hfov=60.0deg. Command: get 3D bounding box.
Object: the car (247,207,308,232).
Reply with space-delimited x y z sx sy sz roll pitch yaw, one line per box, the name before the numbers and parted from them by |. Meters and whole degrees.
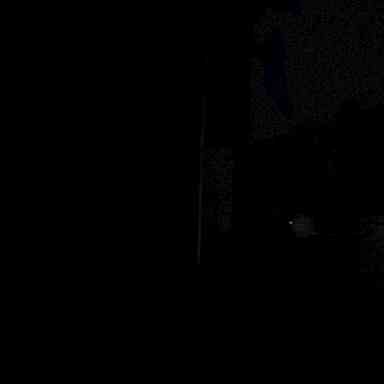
car | 4.732 1.672 21.540 2.033 1.411 5.357 2 -1 -36
